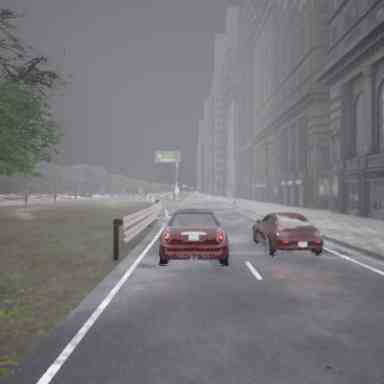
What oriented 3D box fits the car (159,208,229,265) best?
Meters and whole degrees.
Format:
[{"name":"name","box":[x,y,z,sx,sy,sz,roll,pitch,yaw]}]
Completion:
[{"name":"car","box":[0.065,1.336,11.720,2.097,1.767,4.553,0,0,0]}]

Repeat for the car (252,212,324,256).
[{"name":"car","box":[3.572,1.510,12.976,1.812,1.442,4.674,0,0,0]}]
